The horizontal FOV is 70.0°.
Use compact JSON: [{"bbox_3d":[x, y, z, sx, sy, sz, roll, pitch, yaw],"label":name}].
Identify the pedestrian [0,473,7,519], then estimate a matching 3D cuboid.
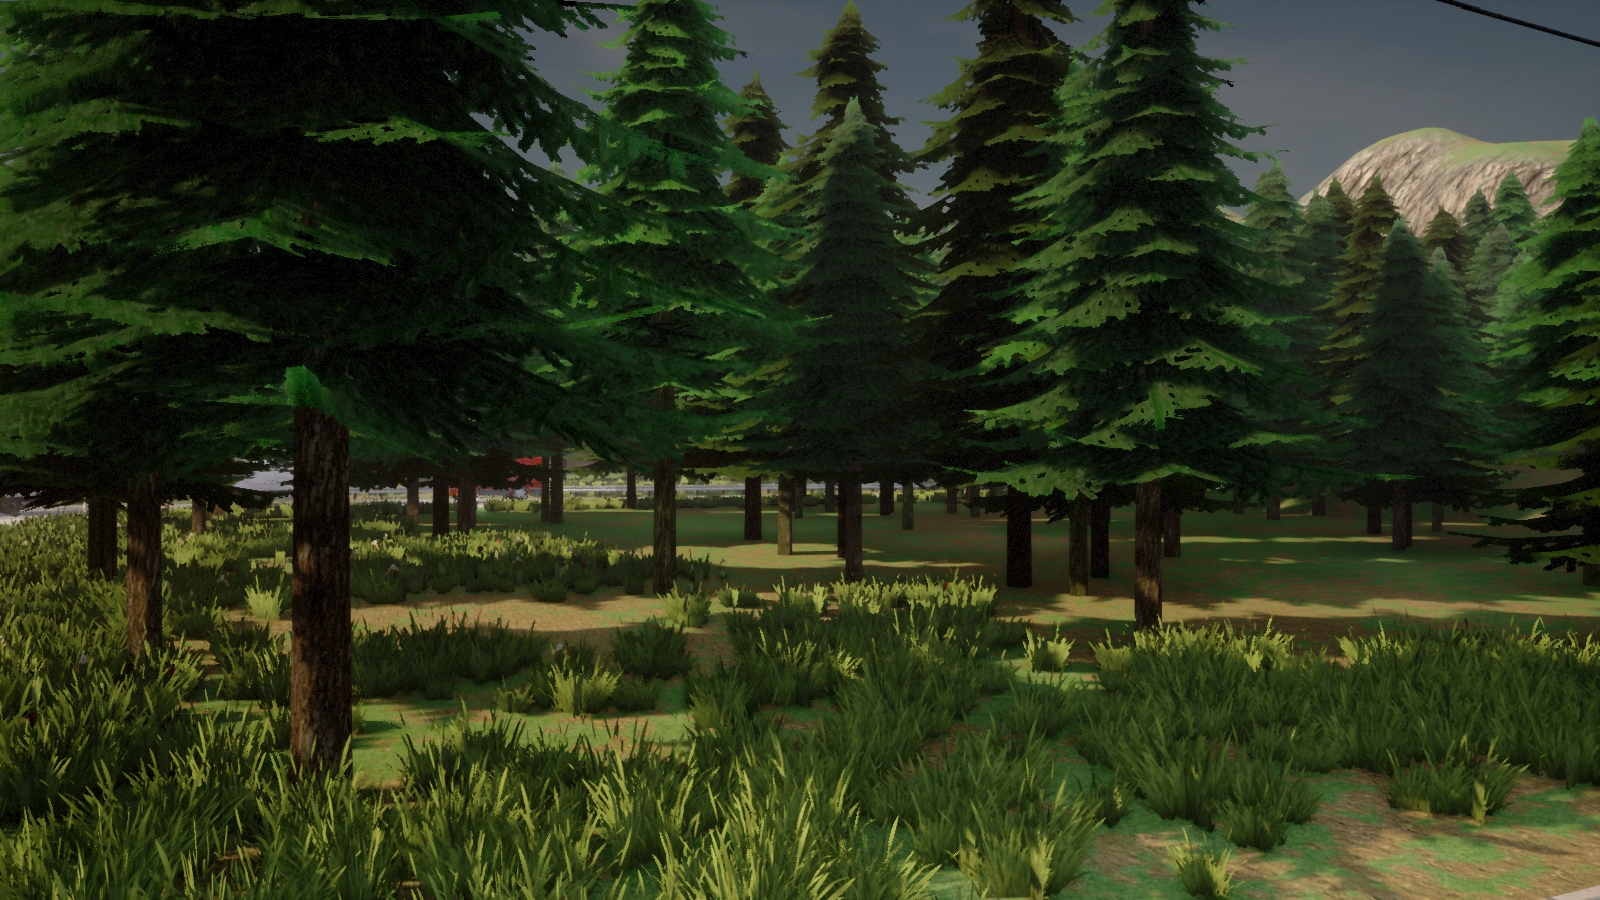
[{"bbox_3d":[-32.002,1.838,45.705,0.375,1.860,0.375,0,0,-18],"label":"pedestrian"}]
